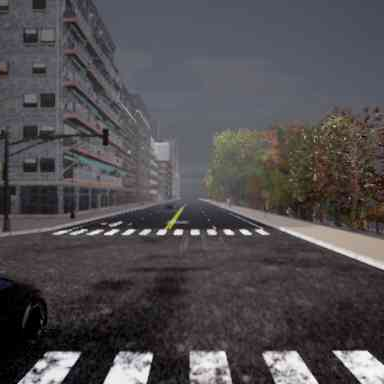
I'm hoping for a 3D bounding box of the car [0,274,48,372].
[{"bbox_3d":[-3.257,1.618,3.561,1.994,1.385,4.181,0,-1,0],"label":"car"}]

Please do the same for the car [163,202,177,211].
[{"bbox_3d":[-3.347,2.175,51.407,1.994,1.385,4.181,0,0,0],"label":"car"}]
